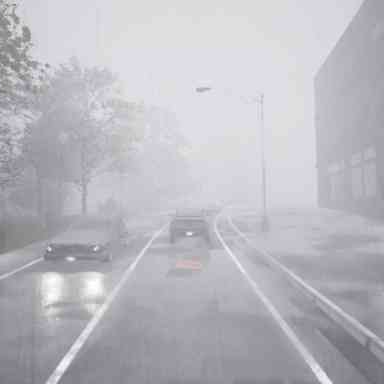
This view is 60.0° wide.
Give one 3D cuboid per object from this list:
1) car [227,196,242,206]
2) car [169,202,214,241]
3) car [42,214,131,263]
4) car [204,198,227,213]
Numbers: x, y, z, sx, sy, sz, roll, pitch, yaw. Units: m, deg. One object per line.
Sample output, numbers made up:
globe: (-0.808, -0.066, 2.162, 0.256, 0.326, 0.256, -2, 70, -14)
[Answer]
car: (6.461, 1.402, 53.146, 1.837, 1.490, 4.892, -4, -1, 32)
car: (-0.081, 1.501, 16.596, 1.837, 1.490, 4.892, 0, 0, 1)
car: (-3.521, 1.555, 12.267, 2.033, 1.411, 5.357, 0, 0, -1)
car: (2.130, 1.427, 34.544, 1.812, 1.442, 4.674, -2, 0, 14)
